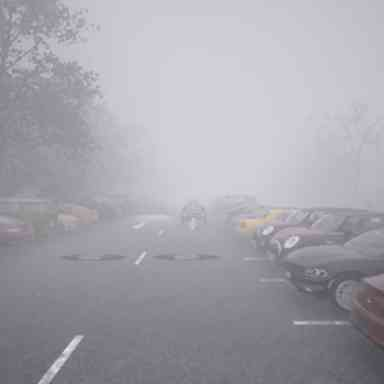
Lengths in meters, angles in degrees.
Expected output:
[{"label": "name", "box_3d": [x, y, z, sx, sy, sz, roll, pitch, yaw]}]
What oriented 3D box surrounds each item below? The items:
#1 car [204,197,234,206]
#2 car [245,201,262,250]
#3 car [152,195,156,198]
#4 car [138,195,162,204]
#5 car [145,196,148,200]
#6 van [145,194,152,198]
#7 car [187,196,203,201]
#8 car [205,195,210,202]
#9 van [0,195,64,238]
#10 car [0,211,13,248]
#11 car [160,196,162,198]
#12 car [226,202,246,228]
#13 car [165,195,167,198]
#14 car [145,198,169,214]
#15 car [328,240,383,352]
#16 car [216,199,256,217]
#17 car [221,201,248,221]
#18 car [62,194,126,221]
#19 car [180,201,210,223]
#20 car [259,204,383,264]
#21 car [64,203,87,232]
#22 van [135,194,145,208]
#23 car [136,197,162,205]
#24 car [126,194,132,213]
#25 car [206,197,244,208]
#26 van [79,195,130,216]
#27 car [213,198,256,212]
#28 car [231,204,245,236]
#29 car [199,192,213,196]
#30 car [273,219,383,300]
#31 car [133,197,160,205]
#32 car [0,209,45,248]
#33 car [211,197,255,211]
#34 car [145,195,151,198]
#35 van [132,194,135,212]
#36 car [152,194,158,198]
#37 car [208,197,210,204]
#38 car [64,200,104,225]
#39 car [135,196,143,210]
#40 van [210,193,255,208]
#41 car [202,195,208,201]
[{"label": "car", "box_3d": [4.565, 1.622, 57.031, 4.892, 1.521, 2.231, 0, -1, 0]}, {"label": "car", "box_3d": [4.578, 1.362, 12.623, 4.553, 1.767, 2.185, 0, 0, 0]}, {"label": "car", "box_3d": [-8.483, 1.600, 51.524, 4.792, 1.488, 2.163, 0, -1, 0]}, {"label": "car", "box_3d": [-8.534, 1.597, 68.020, 4.553, 1.767, 2.185, 0, -1, 0]}, {"label": "car", "box_3d": [-8.545, 1.543, 43.220, 4.792, 1.488, 2.163, 0, 0, 0]}, {"label": "van", "box_3d": [-8.630, 1.321, 48.633, 4.442, 1.987, 1.878, 0, 0, 0]}, {"label": "car", "box_3d": [0.123, 1.531, 41.272, 1.837, 1.490, 4.892, 0, -1, 0]}, {"label": "car", "box_3d": [4.569, 1.514, 43.162, 4.892, 1.521, 2.231, 0, 0, 0]}, {"label": "van", "box_3d": [-8.648, 1.264, 15.396, 4.442, 1.987, 1.878, 0, 0, 0]}, {"label": "car", "box_3d": [-8.529, 1.487, 9.980, 5.008, 1.535, 2.097, 0, 0, 0]}, {"label": "car", "box_3d": [-8.322, 1.644, 59.833, 5.366, 1.575, 1.946, 0, -1, 0]}, {"label": "car", "box_3d": [4.556, 1.492, 18.176, 4.892, 1.521, 2.231, 0, 0, 0]}, {"label": "car", "box_3d": [-8.496, 1.748, 70.790, 5.008, 1.535, 2.097, 0, -1, 0]}, {"label": "car", "box_3d": [-3.577, 1.621, 36.133, 1.895, 1.301, 4.718, 0, 0, 0]}, {"label": "car", "box_3d": [4.539, 1.524, 4.295, 4.674, 1.452, 2.002, 0, 0, 0]}, {"label": "car", "box_3d": [4.583, 1.525, 26.504, 4.792, 1.488, 2.163, 0, 0, 0]}, {"label": "car", "box_3d": [4.545, 1.494, 20.952, 4.892, 1.521, 2.231, 0, 0, 0]}, {"label": "car", "box_3d": [-8.498, 1.245, 26.603, 5.566, 2.045, 2.435, 0, 0, 0]}, {"label": "car", "box_3d": [0.121, 1.616, 25.363, 1.895, 1.301, 4.718, 0, 0, 0]}, {"label": "car", "box_3d": [4.576, 1.361, 9.847, 4.553, 1.767, 2.185, 0, 0, 0]}, {"label": "car", "box_3d": [-8.533, 1.531, 18.166, 4.674, 1.452, 2.002, 0, 0, 0]}, {"label": "van", "box_3d": [-8.410, 1.280, 40.469, 4.442, 1.987, 1.878, 0, 0, 0]}, {"label": "car", "box_3d": [-8.475, 1.728, 65.373, 4.792, 1.488, 2.163, 0, -1, 0]}, {"label": "car", "box_3d": [-8.496, 1.246, 29.373, 5.566, 2.045, 2.435, 0, 0, 0]}, {"label": "car", "box_3d": [4.752, 1.543, 48.582, 5.366, 1.575, 1.946, 0, -1, 0]}, {"label": "van", "box_3d": [-8.406, 1.273, 32.143, 4.442, 1.987, 1.878, 0, 0, 0]}, {"label": "car", "box_3d": [4.585, 1.527, 29.281, 4.792, 1.488, 2.163, 0, 0, 0]}, {"label": "car", "box_3d": [4.733, 1.487, 15.400, 5.366, 1.575, 1.946, 0, 0, 0]}, {"label": "car", "box_3d": [4.546, 1.421, 62.586, 5.566, 2.045, 2.435, 0, -1, 0]}, {"label": "car", "box_3d": [4.549, 1.485, 7.071, 5.008, 1.535, 2.097, 0, 0, 0]}, {"label": "car", "box_3d": [-8.503, 1.713, 62.603, 4.674, 1.452, 2.002, 0, -1, 0]}, {"label": "car", "box_3d": [-8.531, 1.529, 12.752, 4.674, 1.452, 2.002, 0, 0, 0]}, {"label": "car", "box_3d": [4.586, 1.528, 32.057, 4.792, 1.488, 2.163, 0, 0, 0]}, {"label": "car", "box_3d": [-8.544, 1.556, 45.860, 4.792, 1.488, 2.163, 0, 0, 0]}, {"label": "van", "box_3d": [-8.637, 1.275, 34.913, 4.442, 1.987, 1.878, 0, 0, 0]}, {"label": "car", "box_3d": [-8.539, 1.345, 54.296, 5.566, 2.045, 2.435, 0, -1, 0]}, {"label": "car", "box_3d": [4.531, 1.531, 37.610, 4.792, 1.488, 2.163, 0, 0, 0]}, {"label": "car", "box_3d": [-8.523, 1.493, 21.061, 5.008, 1.535, 2.097, 0, 0, 0]}, {"label": "car", "box_3d": [-8.525, 1.502, 37.683, 5.008, 1.535, 2.097, 0, 0, 0]}, {"label": "van", "box_3d": [4.442, 1.274, 34.833, 4.442, 1.987, 1.878, 0, 0, 0]}, {"label": "car", "box_3d": [4.379, 1.524, 45.930, 5.366, 1.575, 1.946, 0, 0, 0]}]
